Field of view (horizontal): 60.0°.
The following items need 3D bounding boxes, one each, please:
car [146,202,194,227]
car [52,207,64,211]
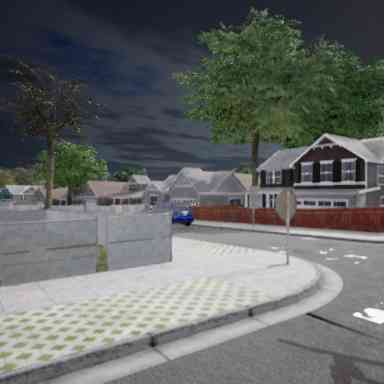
[{"bbox_3d":[-2.076,1.856,27.580,2.150,2.045,5.566,1,-2,-35],"label":"car"},{"bbox_3d":[-19.228,2.788,46.421,2.128,1.511,4.902,1,-2,-39],"label":"car"}]
